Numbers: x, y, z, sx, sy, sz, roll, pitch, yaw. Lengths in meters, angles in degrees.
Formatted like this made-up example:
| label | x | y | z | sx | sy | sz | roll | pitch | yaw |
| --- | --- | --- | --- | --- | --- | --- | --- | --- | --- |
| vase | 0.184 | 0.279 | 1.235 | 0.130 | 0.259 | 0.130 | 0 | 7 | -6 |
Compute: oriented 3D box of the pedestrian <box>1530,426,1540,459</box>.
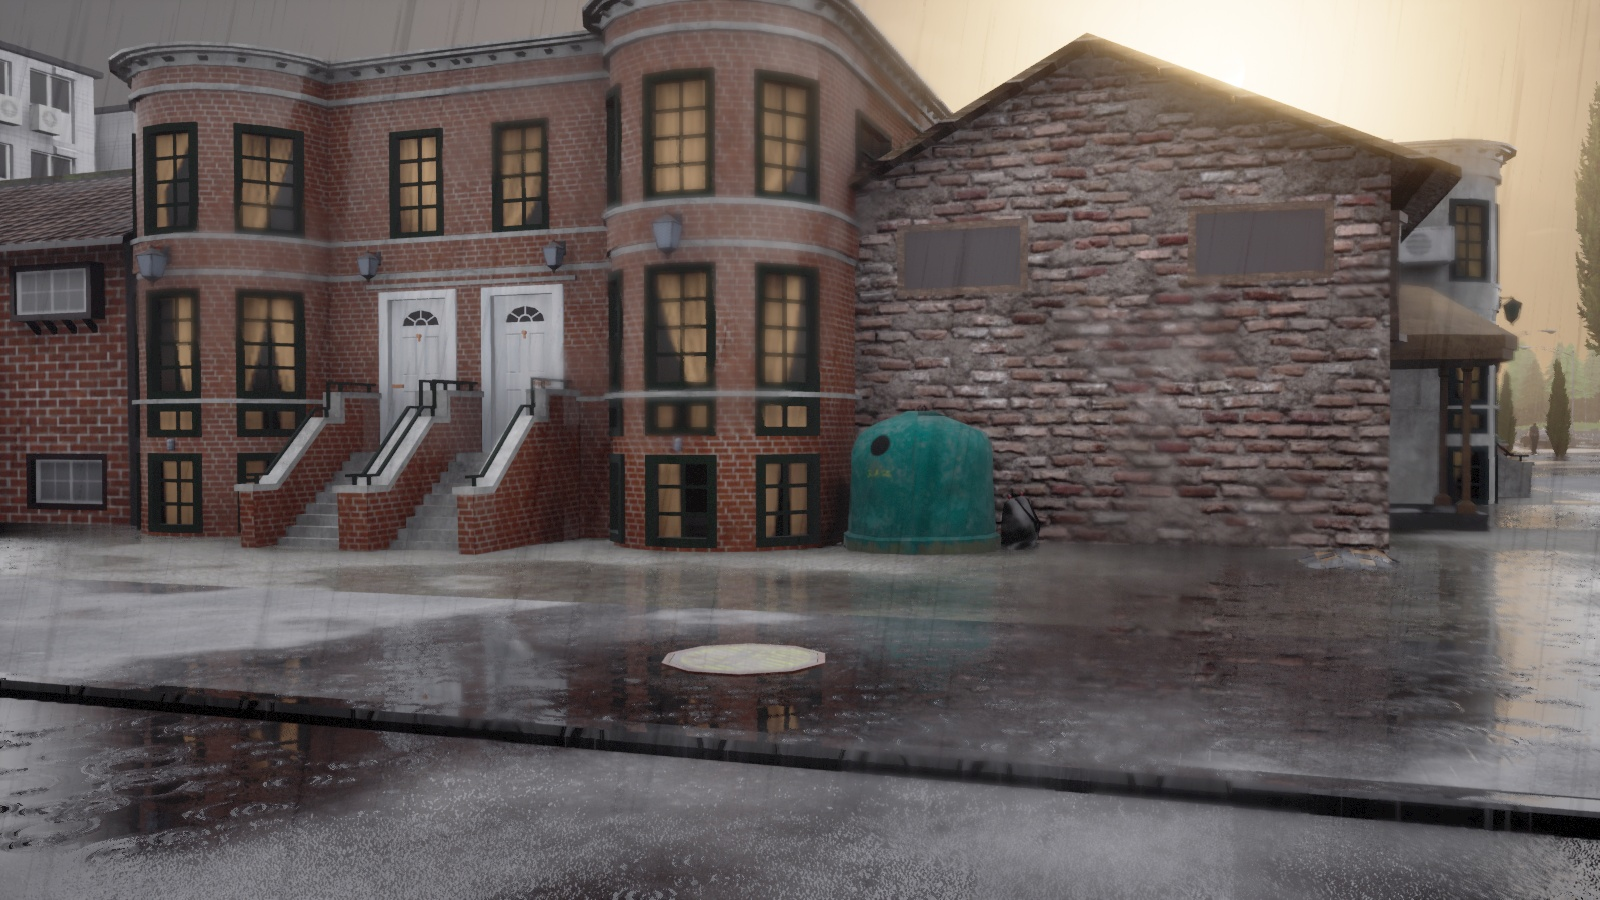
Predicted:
| label | x | y | z | sx | sy | sz | roll | pitch | yaw |
| --- | --- | --- | --- | --- | --- | --- | --- | --- | --- |
| pedestrian | 41.169 | -0.435 | 70.335 | 0.331 | 1.846 | 0.634 | 1 | 1 | 21 |
